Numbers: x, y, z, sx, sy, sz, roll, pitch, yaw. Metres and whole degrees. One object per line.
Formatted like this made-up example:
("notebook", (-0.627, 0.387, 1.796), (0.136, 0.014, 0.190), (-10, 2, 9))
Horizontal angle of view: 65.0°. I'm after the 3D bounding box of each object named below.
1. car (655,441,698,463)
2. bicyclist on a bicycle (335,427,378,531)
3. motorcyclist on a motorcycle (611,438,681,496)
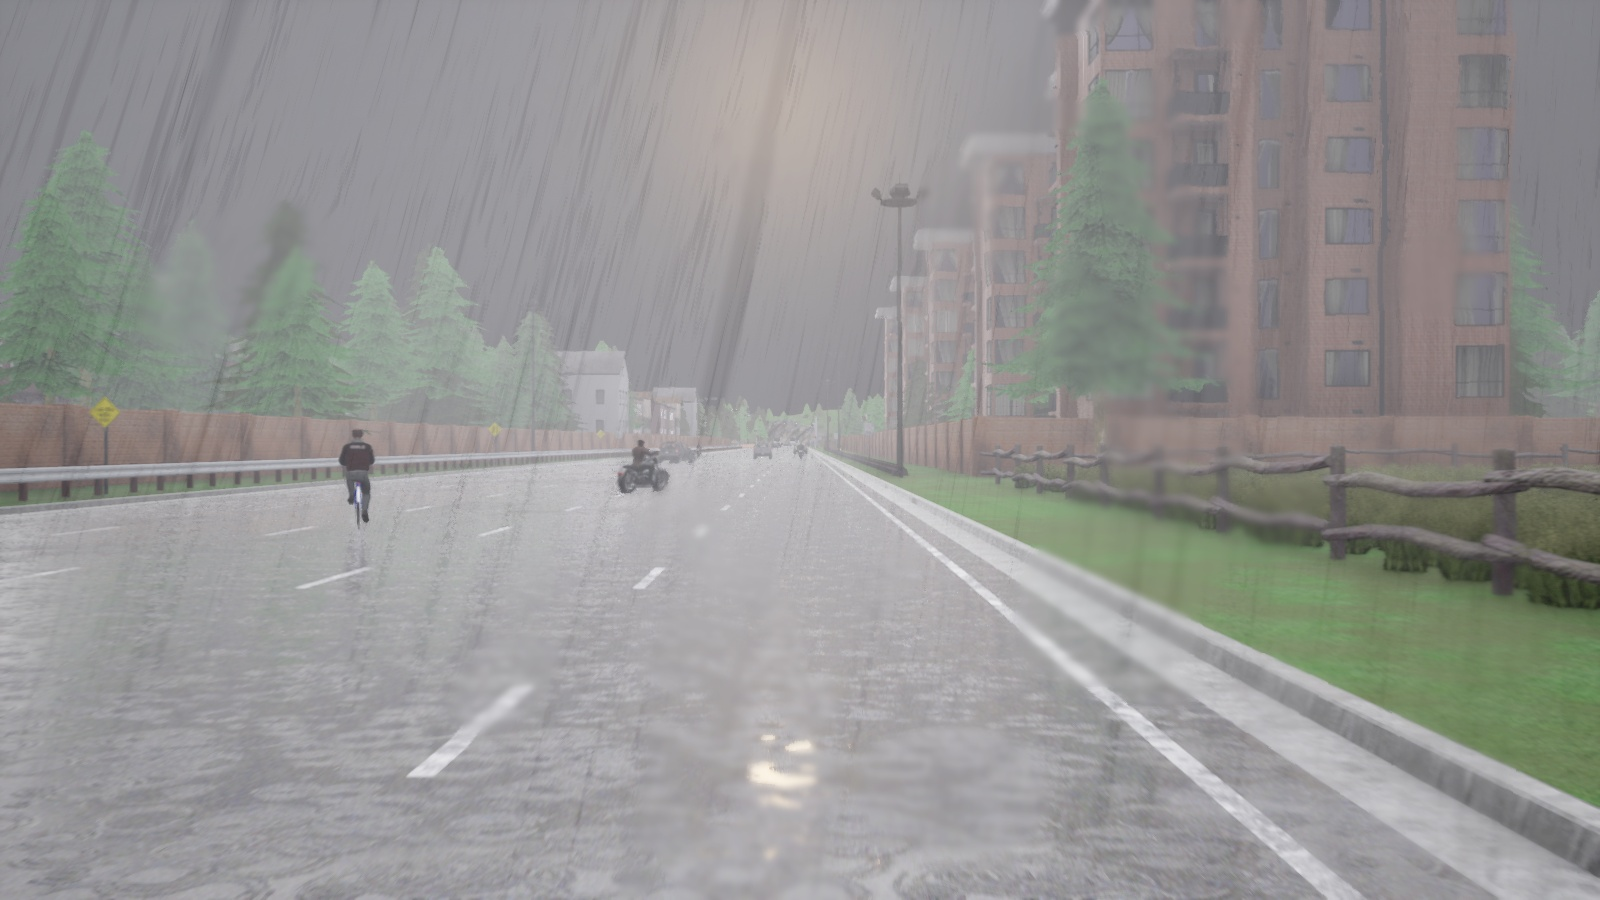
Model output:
("car", (-8.924, 0.127, 91.089), (1.851, 1.617, 3.988), (0, 0, 15))
("bicyclist on a bicycle", (-7.873, 0.486, 22.265), (0.659, 1.776, 1.843), (0, 0, -21))
("motorcyclist on a motorcycle", (-4.550, 0.484, 37.359), (0.766, 1.649, 2.350), (1, 1, 30))
